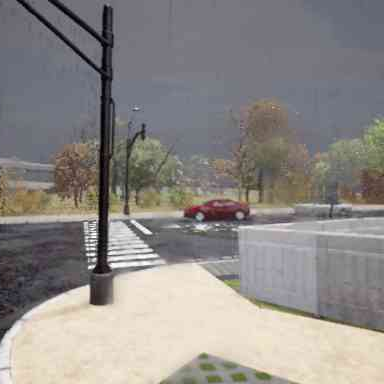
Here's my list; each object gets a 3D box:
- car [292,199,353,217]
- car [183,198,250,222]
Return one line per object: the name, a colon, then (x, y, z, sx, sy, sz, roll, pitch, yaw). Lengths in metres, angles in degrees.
car: (10.619, 1.246, 27.248, 4.718, 1.301, 1.895, -1, 2, -18)
car: (1.789, 1.237, 24.294, 5.008, 1.535, 1.882, -1, 2, -18)
